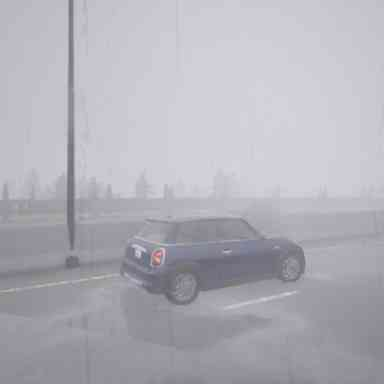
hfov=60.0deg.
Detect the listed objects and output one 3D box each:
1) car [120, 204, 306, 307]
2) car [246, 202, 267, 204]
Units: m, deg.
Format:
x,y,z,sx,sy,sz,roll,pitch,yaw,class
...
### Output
x,y,z,sx,sy,sz,roll,pitch,yaw,class
0.673,1.322,8.122,4.553,1.767,2.097,0,0,-32,car
4.927,1.478,26.467,4.181,1.385,1.994,0,0,-24,car
